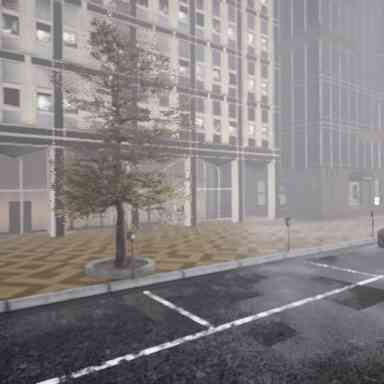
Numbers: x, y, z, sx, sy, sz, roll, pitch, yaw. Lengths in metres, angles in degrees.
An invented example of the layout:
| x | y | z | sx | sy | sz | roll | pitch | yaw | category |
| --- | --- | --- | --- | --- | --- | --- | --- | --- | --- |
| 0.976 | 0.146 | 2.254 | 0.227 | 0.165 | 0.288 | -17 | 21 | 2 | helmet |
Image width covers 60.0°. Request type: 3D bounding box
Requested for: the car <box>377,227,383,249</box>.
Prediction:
| x | y | z | sx | sy | sz | roll | pitch | yaw | category |
| --- | --- | --- | --- | --- | --- | --- | --- | --- | --- |
| 8.951 | 1.470 | 12.948 | 4.313 | 1.339 | 1.947 | 0 | 0 | -35 | car |
